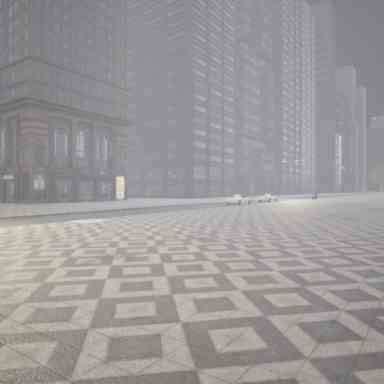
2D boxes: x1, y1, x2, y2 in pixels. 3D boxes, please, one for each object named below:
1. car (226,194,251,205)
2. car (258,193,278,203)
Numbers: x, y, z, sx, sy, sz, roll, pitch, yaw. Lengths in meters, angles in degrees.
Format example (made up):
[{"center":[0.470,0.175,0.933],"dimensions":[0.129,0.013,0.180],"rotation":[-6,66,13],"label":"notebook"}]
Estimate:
[{"center":[6.361,1.052,45.418],"dimensions":[1.812,1.442,4.674],"rotation":[0,1,36],"label":"car"},{"center":[12.291,0.958,53.822],"dimensions":[1.812,1.442,4.674],"rotation":[0,1,35],"label":"car"}]
